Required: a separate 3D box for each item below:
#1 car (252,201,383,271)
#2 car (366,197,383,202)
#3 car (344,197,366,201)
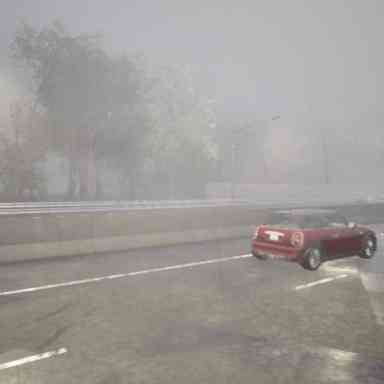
[{"bbox_3d":[4.166,1.349,11.065,4.553,1.767,2.097,0,0,-35],"label":"car"},{"bbox_3d":[28.998,1.502,50.374,4.892,1.490,1.837,0,0,-35],"label":"car"},{"bbox_3d":[25.880,1.475,52.451,5.008,1.535,1.882,0,0,-35],"label":"car"}]
